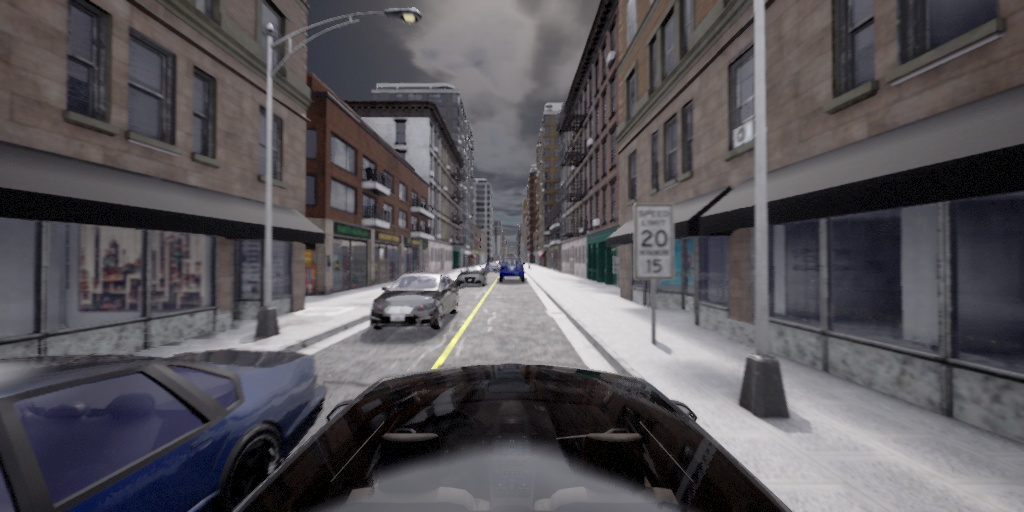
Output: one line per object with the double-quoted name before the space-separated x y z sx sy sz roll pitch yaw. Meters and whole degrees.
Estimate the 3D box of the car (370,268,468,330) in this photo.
"car" -2.849 1.291 11.391 2.128 1.511 4.902 0 0 0

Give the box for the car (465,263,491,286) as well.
"car" -2.839 1.438 26.212 1.994 1.385 4.181 0 0 0

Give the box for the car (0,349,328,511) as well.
"car" -2.857 1.296 1.423 2.033 1.411 5.357 0 0 0

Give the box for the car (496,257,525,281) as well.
"car" -0.006 1.127 31.687 2.150 2.045 5.566 0 0 0

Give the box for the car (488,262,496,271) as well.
"car" -2.764 1.572 49.964 1.812 1.442 4.674 0 0 0
